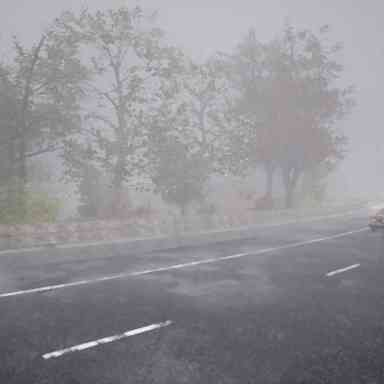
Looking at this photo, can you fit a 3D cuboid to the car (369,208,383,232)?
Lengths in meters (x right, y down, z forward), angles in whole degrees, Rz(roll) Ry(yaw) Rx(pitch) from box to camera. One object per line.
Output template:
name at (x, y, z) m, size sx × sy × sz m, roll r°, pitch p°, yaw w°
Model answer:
car at (11.963, 1.598, 19.463) m, size 2.033 × 1.411 × 5.357 m, roll 0°, pitch 0°, yaw 42°
